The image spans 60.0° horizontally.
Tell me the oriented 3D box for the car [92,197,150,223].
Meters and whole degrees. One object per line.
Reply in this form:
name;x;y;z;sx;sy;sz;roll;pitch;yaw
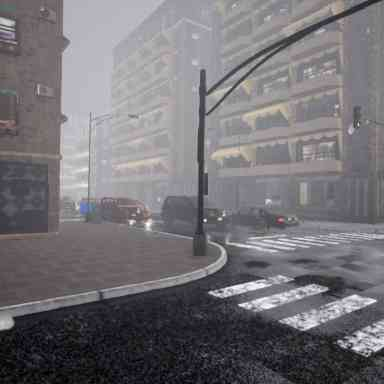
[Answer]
car;-5.545;1.310;25.458;2.192;1.841;5.009;1;-1;-35

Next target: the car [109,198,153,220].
car;-5.524;1.410;29.693;2.097;1.767;4.553;1;-1;-35

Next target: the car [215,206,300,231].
car;4.161;1.627;21.142;2.033;1.411;5.357;1;-1;-35

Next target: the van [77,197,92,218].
van;-8.775;1.354;30.003;1.690;1.788;3.998;1;-1;-35

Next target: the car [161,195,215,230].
car;0.046;1.249;21.846;2.150;2.045;5.566;1;-1;-36

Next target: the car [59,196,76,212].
car;-15.234;1.368;39.094;2.192;1.841;5.009;1;-1;-35

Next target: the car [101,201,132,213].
car;-9.101;1.757;39.803;1.895;1.301;4.718;1;-1;-35

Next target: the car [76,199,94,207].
car;-18.504;1.867;57.290;1.802;1.307;4.206;1;-1;-35
